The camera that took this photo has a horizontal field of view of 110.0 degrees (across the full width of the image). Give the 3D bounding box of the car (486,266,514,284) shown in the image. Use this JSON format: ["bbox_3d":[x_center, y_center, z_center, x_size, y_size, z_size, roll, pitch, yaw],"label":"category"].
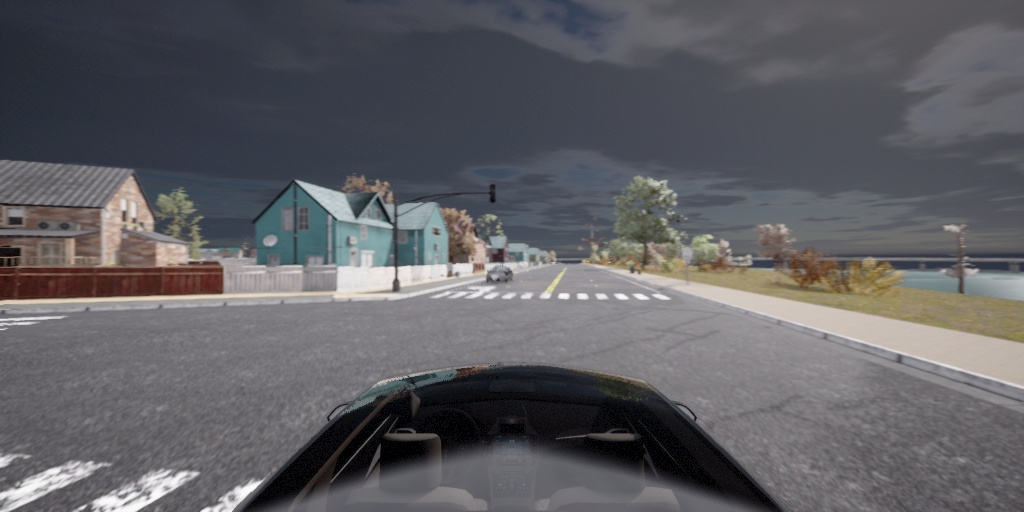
[{"bbox_3d":[-1.040,1.629,32.149,2.128,1.511,4.902,-1,-1,9],"label":"car"}]
